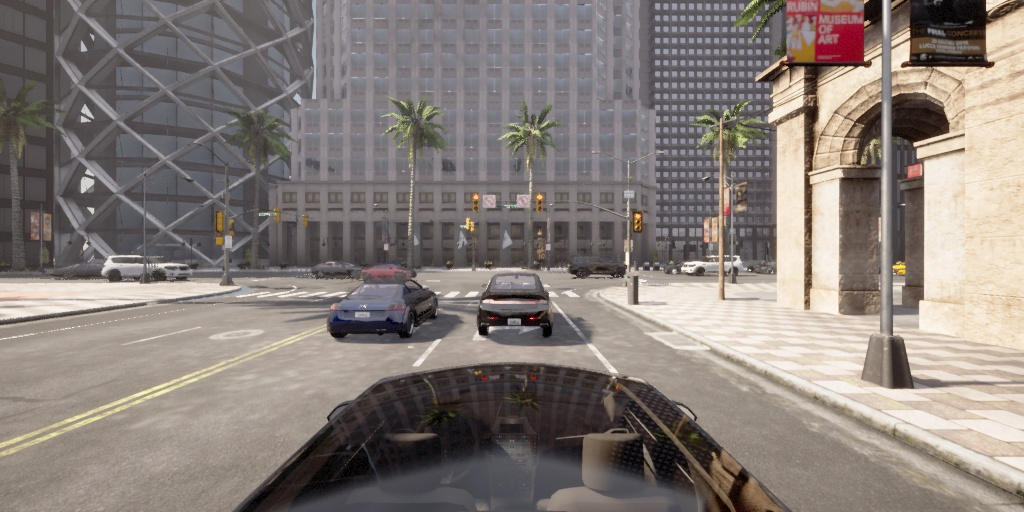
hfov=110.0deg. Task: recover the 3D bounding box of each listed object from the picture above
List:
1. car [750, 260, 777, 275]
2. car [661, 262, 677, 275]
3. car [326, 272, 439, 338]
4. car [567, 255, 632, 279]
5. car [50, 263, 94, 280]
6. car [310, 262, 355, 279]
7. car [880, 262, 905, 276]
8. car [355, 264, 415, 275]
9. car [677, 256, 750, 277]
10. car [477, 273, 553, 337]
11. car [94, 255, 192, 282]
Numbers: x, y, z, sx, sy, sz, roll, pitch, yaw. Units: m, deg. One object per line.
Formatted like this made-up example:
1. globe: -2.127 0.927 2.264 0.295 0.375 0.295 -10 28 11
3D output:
1. car: 28.832 1.314 39.249 4.181 1.385 1.994 0 0 0
2. car: 18.869 1.255 39.291 4.892 1.490 1.837 0 0 0
3. car: -3.416 1.314 10.222 1.994 1.385 4.181 0 0 0
4. car: 7.753 0.971 32.128 5.566 2.045 2.150 0 0 0
5. car: -36.189 1.297 31.278 5.357 1.411 2.033 0 0 -14
6. car: -15.380 1.241 32.178 4.902 1.511 2.128 0 0 0
7. car: 40.424 1.227 35.697 5.008 1.535 1.882 0 0 0
8. car: -9.823 1.314 28.677 4.181 1.385 1.994 0 0 0
9. car: 19.989 0.972 35.787 5.566 2.045 2.150 0 0 0
10. car: 0.121 1.242 10.352 2.128 1.511 4.902 0 0 2
11. car: -28.943 0.971 28.537 5.566 2.045 2.150 0 0 -3
